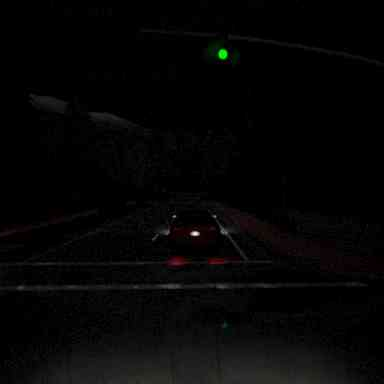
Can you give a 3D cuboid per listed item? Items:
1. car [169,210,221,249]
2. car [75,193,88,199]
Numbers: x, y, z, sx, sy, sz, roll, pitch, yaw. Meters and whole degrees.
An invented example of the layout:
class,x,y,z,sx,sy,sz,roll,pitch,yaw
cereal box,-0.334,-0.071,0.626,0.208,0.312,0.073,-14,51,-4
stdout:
class,x,y,z,sx,sy,sz,roll,pitch,yaw
car,0.116,1.460,13.999,1.994,1.385,4.181,0,0,0
car,-24.930,0.661,74.456,1.932,1.855,4.605,0,0,-1
